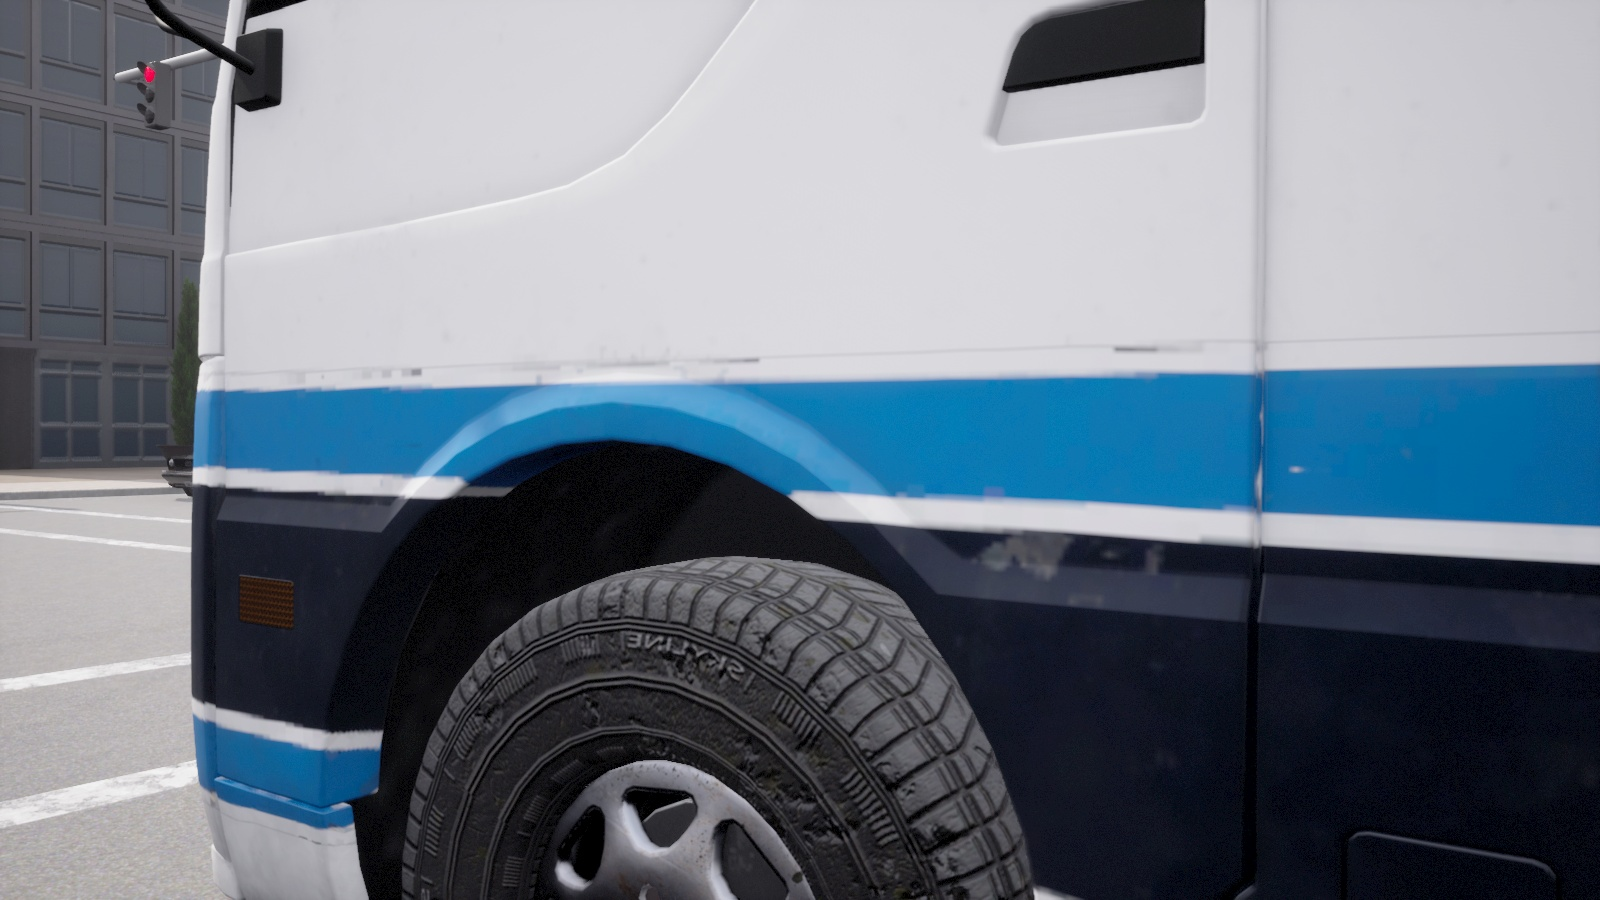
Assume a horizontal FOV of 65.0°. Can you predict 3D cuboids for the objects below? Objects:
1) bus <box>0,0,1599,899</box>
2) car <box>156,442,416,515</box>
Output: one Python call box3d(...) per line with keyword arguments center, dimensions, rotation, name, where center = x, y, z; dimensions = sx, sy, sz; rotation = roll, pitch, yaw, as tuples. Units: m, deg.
box3d(center=(3.117, -0.695, 1.525), dimensions=(10.273, 4.253, 3.944), rotation=(0, 1, 34), name="bus")
box3d(center=(-10.504, 0.523, 26.019), dimensions=(1.895, 1.301, 4.718), rotation=(0, 1, 34), name="car")
